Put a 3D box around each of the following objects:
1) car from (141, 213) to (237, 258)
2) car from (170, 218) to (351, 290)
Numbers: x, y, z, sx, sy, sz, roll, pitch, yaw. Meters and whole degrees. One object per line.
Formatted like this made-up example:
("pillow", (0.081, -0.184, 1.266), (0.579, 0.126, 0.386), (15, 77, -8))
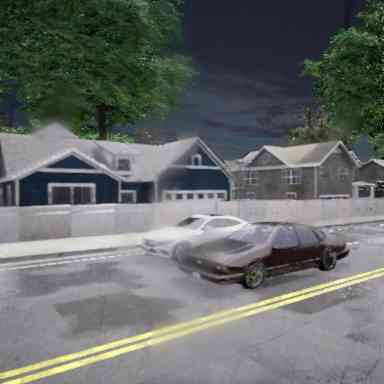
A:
("car", (0.466, 1.526, 11.996), (4.674, 1.442, 1.812), (0, 0, -35))
("car", (2.271, 1.548, 9.293), (5.357, 1.411, 2.033), (0, 0, -35))
